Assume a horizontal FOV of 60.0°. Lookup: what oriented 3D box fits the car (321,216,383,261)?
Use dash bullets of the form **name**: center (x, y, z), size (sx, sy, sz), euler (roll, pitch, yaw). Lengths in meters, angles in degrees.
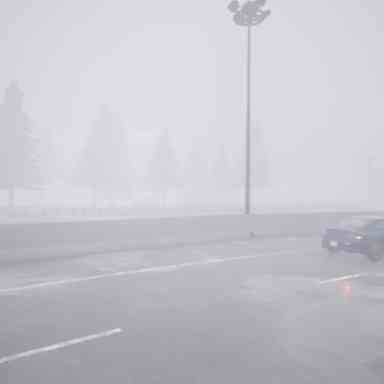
- **car**: center (6.939, 1.624, 12.518), size (4.674, 1.442, 1.812), euler (0, 0, -27)
